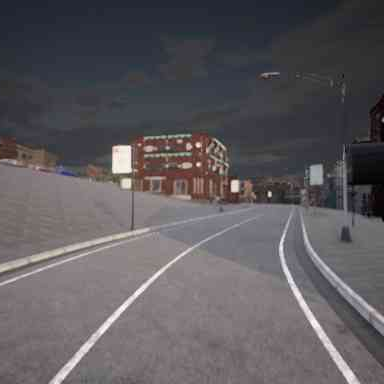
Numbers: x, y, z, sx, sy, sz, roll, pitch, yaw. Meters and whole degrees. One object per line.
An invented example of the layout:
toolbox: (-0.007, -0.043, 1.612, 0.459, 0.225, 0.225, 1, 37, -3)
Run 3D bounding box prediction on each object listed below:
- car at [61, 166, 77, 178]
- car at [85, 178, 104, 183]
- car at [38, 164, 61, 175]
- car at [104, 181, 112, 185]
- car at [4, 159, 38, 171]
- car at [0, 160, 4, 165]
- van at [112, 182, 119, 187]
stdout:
car: (-19.101, -2.619, 49.244, 2.435, 2.045, 5.566, 0, -3, 7)
car: (-18.208, -1.727, 60.222, 2.002, 1.452, 4.674, 0, -3, 4)
car: (-19.751, -2.765, 43.672, 2.185, 1.767, 4.553, 0, -3, 8)
car: (-17.917, -1.392, 65.746, 2.002, 1.452, 4.674, 0, -4, 3)
car: (-20.506, -2.889, 38.086, 2.231, 1.521, 4.892, 0, -2, 9)
car: (-21.352, -3.073, 32.734, 2.002, 1.452, 4.674, 0, -2, 10)
van: (-17.701, -1.293, 71.419, 1.878, 1.987, 4.442, 0, -4, 2)
